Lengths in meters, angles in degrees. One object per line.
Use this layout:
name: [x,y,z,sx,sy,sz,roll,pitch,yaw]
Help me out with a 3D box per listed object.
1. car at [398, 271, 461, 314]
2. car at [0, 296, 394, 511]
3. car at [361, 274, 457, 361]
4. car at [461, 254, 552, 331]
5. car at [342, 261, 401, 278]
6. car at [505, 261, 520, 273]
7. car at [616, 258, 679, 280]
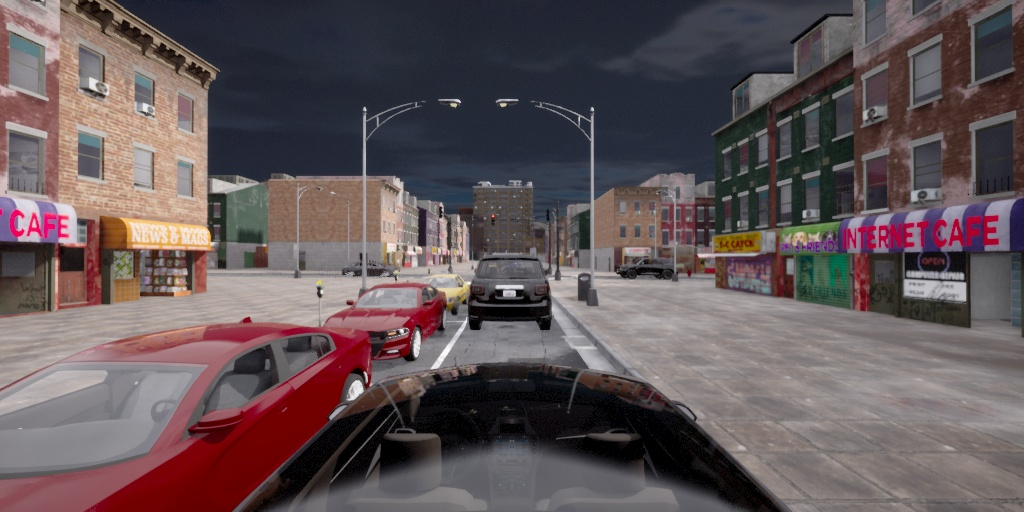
car: [-2.644,1.281,13.617,1.751,1.417,4.829,0,0,0]
car: [-2.637,1.295,2.800,1.888,1.381,4.507,0,0,0]
car: [-2.641,1.297,8.294,1.888,1.381,4.507,0,0,0]
car: [-0.034,0.975,11.091,2.150,2.045,5.566,0,0,1]
car: [-12.030,1.196,30.885,4.892,1.490,1.837,0,0,0]
car: [0.106,1.330,45.174,1.812,1.442,4.674,0,0,0]
car: [12.798,1.165,33.982,5.566,2.045,2.150,1,0,0]
